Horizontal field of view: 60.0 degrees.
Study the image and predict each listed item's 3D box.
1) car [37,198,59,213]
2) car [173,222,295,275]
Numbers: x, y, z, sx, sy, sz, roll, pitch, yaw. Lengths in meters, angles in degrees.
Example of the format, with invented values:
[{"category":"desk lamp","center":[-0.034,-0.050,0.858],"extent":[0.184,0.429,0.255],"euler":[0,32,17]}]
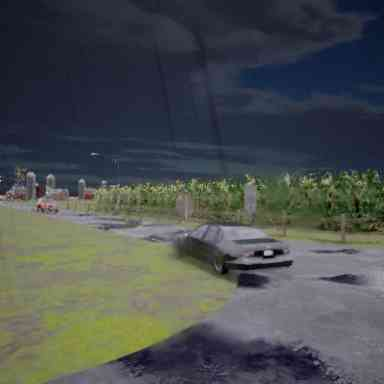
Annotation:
[{"category":"car","center":[-20.996,1.962,48.320],"extent":[2.150,2.045,5.566],"euler":[1,-1,-34]},{"category":"car","center":[1.049,1.713,11.163],"extent":[2.033,1.411,5.357],"euler":[1,-1,-23]}]
